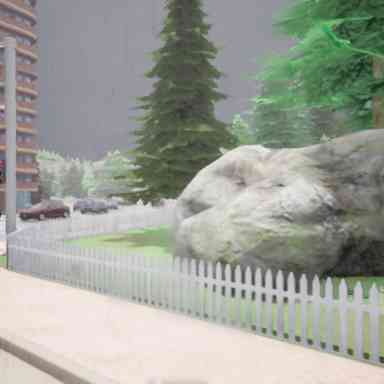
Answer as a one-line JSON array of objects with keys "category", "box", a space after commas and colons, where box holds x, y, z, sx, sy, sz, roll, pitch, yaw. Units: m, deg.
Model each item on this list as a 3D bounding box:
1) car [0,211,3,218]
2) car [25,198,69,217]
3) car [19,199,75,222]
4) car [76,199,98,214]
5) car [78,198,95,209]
[{"category": "car", "box": [-17.576, 1.807, 26.140, 1.895, 1.301, 4.718, -1, 0, 23]}, {"category": "car", "box": [-14.990, 1.583, 34.665, 2.097, 1.767, 4.553, 0, 0, 8]}, {"category": "car", "box": [-12.734, 1.663, 29.018, 1.882, 1.535, 5.008, 0, 0, 15]}, {"category": "car", "box": [-11.073, 1.783, 37.855, 1.994, 1.385, 4.181, 0, 0, 4]}, {"category": "car", "box": [-17.334, 1.843, 54.713, 2.128, 1.511, 4.902, 0, 0, -24]}]
